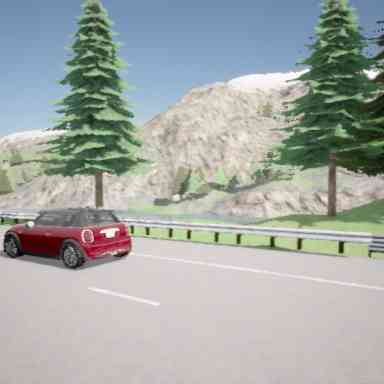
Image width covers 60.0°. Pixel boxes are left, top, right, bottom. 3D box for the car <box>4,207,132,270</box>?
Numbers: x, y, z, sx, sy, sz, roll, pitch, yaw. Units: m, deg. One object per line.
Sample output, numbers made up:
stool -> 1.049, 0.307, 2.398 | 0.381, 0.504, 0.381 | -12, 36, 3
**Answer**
car -> -4.218, 1.299, 11.069 | 4.553, 1.767, 2.097 | 0, 1, 33
